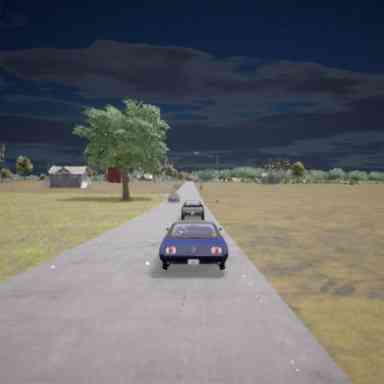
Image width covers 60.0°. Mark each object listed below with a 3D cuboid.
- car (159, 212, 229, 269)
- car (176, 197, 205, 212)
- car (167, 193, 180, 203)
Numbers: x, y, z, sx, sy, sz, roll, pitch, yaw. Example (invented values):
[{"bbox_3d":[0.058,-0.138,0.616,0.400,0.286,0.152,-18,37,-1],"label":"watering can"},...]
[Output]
[{"bbox_3d":[0.062,1.565,11.021,1.895,1.301,4.718,0,0,0],"label":"car"},{"bbox_3d":[0.067,1.370,27.433,2.128,1.511,4.902,0,1,0],"label":"car"},{"bbox_3d":[-2.821,0.908,52.024,1.837,1.490,4.892,0,1,0],"label":"car"}]
